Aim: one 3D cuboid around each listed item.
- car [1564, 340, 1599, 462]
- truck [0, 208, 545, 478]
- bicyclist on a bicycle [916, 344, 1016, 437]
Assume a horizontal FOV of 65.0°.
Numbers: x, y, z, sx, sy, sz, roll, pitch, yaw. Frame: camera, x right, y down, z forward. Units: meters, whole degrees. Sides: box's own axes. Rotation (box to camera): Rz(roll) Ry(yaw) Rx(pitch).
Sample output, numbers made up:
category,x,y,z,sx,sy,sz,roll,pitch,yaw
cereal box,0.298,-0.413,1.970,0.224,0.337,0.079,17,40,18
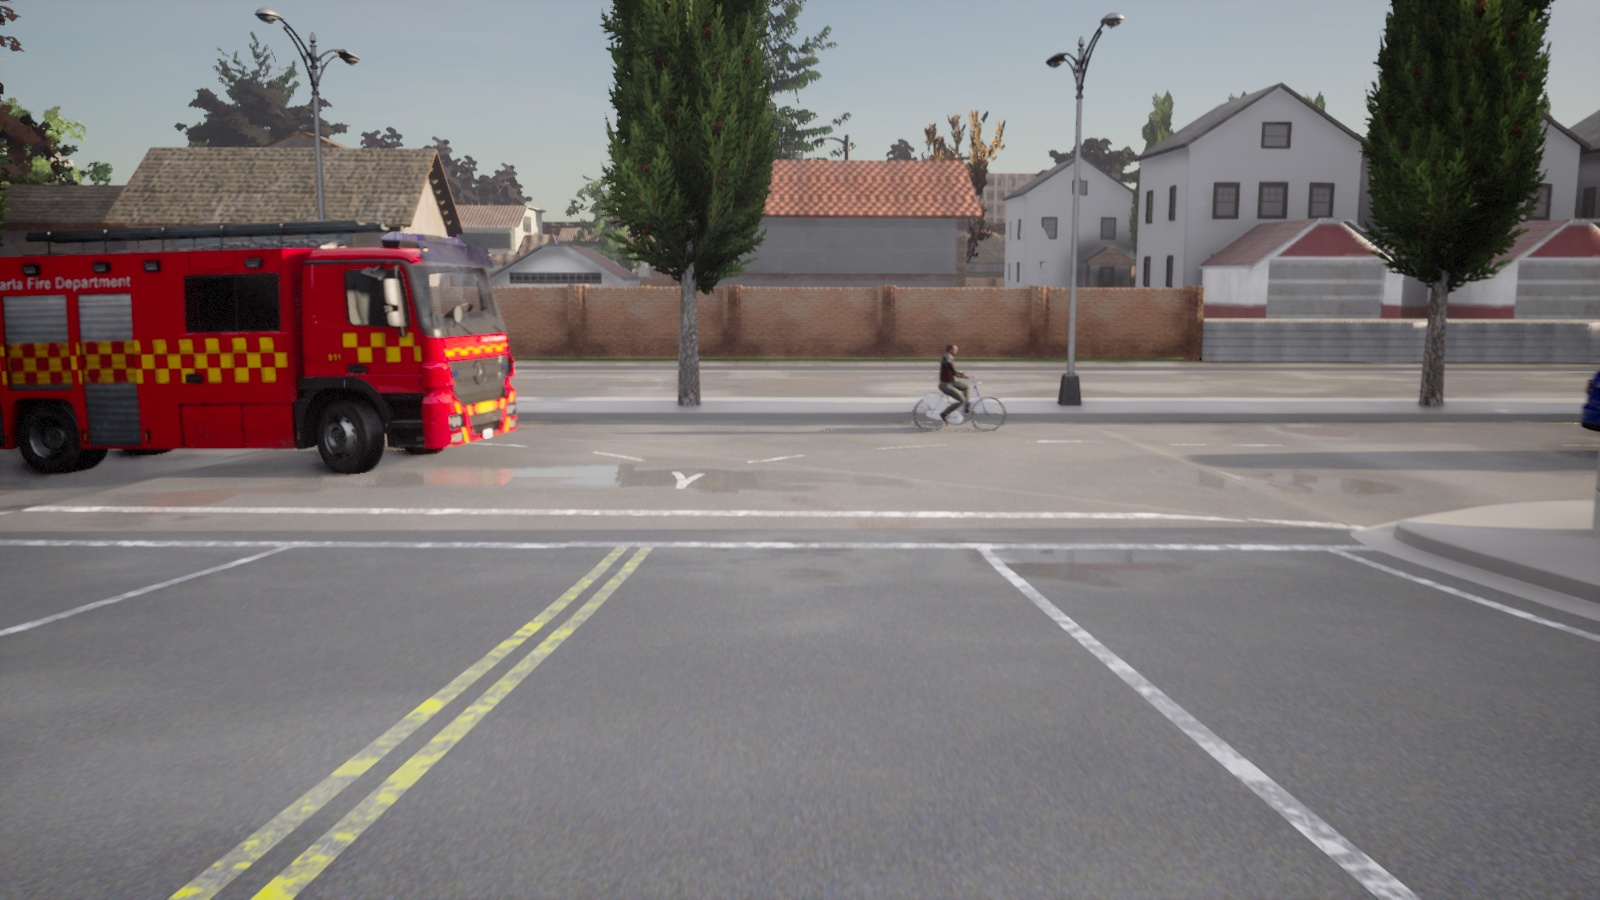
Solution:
category,x,y,z,sx,sy,sz,roll,pitch,yaw
car,16.563,-0.786,21.429,5.566,2.045,2.150,0,8,0
truck,-8.703,-1.680,20.052,8.468,3.827,2.891,0,7,10
bicyclist on a bicycle,3.255,-1.178,24.698,1.843,1.776,0.659,0,7,-1
